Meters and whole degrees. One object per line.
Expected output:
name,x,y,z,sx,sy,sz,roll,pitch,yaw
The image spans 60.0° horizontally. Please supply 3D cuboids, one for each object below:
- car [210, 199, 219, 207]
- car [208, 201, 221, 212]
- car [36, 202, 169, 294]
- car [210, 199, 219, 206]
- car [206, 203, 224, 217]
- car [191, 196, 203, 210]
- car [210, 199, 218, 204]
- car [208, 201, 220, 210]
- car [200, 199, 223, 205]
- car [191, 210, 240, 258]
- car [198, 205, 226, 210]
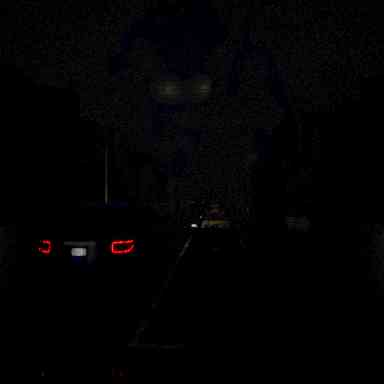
car,4.299,2.150,64.022,1.752,1.417,4.829,0,-1,4
car,3.174,1.948,47.037,1.752,1.417,4.829,0,-1,4
car,-1.993,1.269,9.064,2.150,2.045,5.566,0,-1,4
car,4.663,2.238,69.513,1.887,1.381,4.507,0,-1,4
car,2.412,1.878,35.543,1.802,1.307,4.206,0,-1,4
car,0.982,1.722,52.499,2.150,2.045,5.566,0,-1,4
car,5.788,2.464,86.498,2.008,1.369,4.403,0,-1,4
car,3.537,2.069,52.528,1.802,1.307,4.206,0,-1,4
car,2.038,1.676,29.883,1.967,1.590,4.097,0,-1,4
car,0.913,1.619,12.896,2.008,1.369,4.403,0,-1,4
car,1.299,1.649,18.728,1.752,1.417,4.829,0,-1,4
